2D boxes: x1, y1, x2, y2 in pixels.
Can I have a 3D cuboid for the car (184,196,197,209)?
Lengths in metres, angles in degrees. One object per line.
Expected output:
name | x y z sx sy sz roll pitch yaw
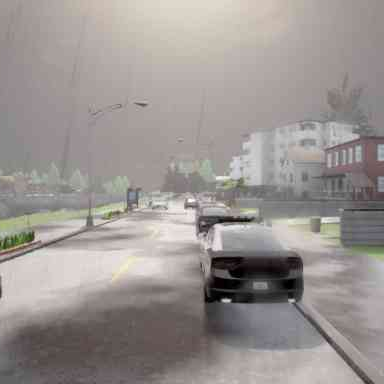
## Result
car | -0.046 1.578 45.774 1.994 1.385 4.181 0 0 0

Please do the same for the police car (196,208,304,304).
police car | 1.186 1.428 8.369 1.930 1.638 5.238 0 0 0

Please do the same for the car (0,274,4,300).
car | -4.107 1.602 3.374 1.895 1.301 4.718 0 0 0

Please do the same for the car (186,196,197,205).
car | -0.091 1.496 59.099 1.882 1.535 5.008 0 0 0

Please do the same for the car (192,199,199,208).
car | 1.161 1.513 24.259 1.837 1.490 4.892 0 0 0

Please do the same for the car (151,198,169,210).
car | -4.067 1.539 42.298 1.812 1.442 4.674 0 0 0

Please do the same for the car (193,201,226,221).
car | 1.171 1.484 18.259 1.882 1.535 5.008 0 0 0
